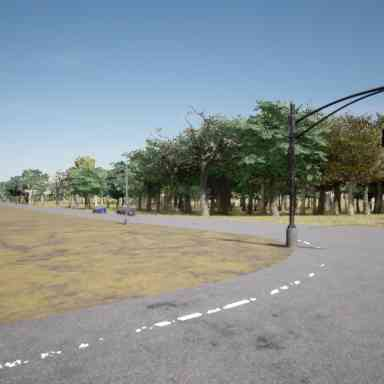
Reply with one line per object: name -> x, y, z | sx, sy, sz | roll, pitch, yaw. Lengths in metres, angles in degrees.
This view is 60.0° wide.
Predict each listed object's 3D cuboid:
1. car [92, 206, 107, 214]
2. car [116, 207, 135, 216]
car -> -18.732, 3.624, 67.205 | 1.812, 1.442, 4.674 | 1, -2, -33
car -> -11.160, 3.188, 55.658 | 2.128, 1.511, 4.902 | 1, -2, -33
